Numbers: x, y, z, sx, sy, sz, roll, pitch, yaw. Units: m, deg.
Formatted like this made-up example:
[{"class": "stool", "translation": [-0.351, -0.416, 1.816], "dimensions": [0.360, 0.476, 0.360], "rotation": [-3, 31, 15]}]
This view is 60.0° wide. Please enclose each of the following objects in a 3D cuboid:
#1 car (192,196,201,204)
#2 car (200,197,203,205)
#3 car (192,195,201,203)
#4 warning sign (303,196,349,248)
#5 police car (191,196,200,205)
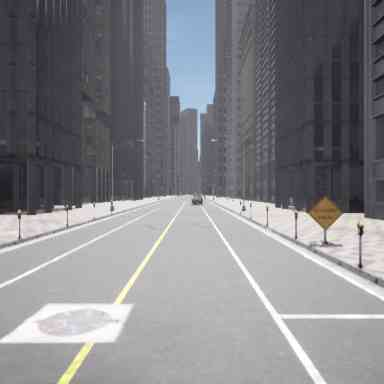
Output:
[{"class": "car", "translation": [0.900, 1.545, 67.649], "dimensions": [1.882, 1.535, 5.008], "rotation": [0, 0, 0]}, {"class": "car", "translation": [2.764, 1.446, 53.896], "dimensions": [1.967, 1.590, 4.097], "rotation": [0, 0, 0]}, {"class": "car", "translation": [0.900, 1.564, 73.649], "dimensions": [1.882, 1.535, 5.008], "rotation": [0, 0, 0]}, {"class": "warning sign", "translation": [5.066, 1.101, 12.650], "dimensions": [1.300, 1.860, 1.060], "rotation": [0, 0, 0]}, {"class": "police car", "translation": [0.900, 1.471, 57.759], "dimensions": [1.930, 1.638, 5.238], "rotation": [0, 0, 0]}]
